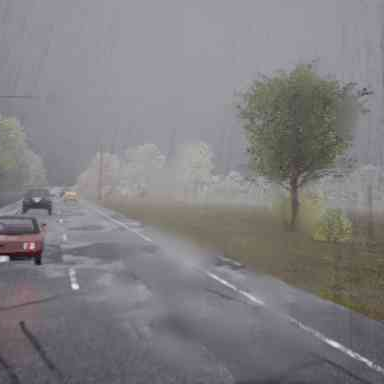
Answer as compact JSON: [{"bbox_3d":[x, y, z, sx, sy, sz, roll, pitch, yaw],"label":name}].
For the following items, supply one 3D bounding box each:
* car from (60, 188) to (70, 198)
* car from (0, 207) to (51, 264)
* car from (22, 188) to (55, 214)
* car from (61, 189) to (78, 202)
[{"bbox_3d":[-25.927,0.141,68.335,2.150,2.045,5.566,2,0,-23],"label":"car"},{"bbox_3d":[-5.625,1.374,10.475,1.895,1.301,4.718,2,0,-23],"label":"car"},{"bbox_3d":[-12.761,0.699,27.711,2.150,2.045,5.566,2,0,-23],"label":"car"},{"bbox_3d":[-18.515,0.697,50.696,1.882,1.535,5.008,2,0,-23],"label":"car"}]
